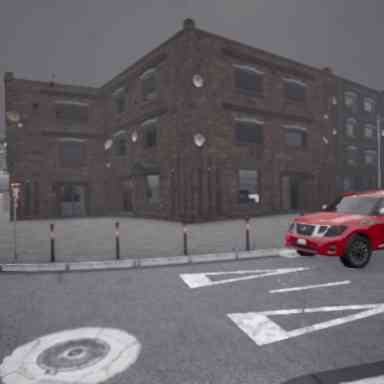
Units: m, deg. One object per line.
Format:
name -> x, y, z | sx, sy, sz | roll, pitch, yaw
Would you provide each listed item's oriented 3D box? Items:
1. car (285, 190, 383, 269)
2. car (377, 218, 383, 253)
car -> 5.645, 0.984, 10.532 | 5.566, 2.045, 2.150 | -2, 1, -23
car -> 6.781, 1.319, 7.862 | 4.181, 1.385, 1.994 | -2, 1, -25
